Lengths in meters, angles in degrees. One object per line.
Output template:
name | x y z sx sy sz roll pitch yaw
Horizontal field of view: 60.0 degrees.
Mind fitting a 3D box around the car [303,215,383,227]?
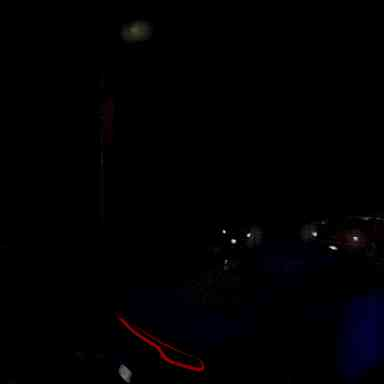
car | 6.462 1.541 12.276 4.718 1.301 1.895 0 0 -35

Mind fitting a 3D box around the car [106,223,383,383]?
car | 1.413 1.459 4.442 5.008 1.535 1.882 0 0 -35

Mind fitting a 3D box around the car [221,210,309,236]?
car | 3.770 1.492 14.350 5.357 1.411 2.033 0 0 -36
